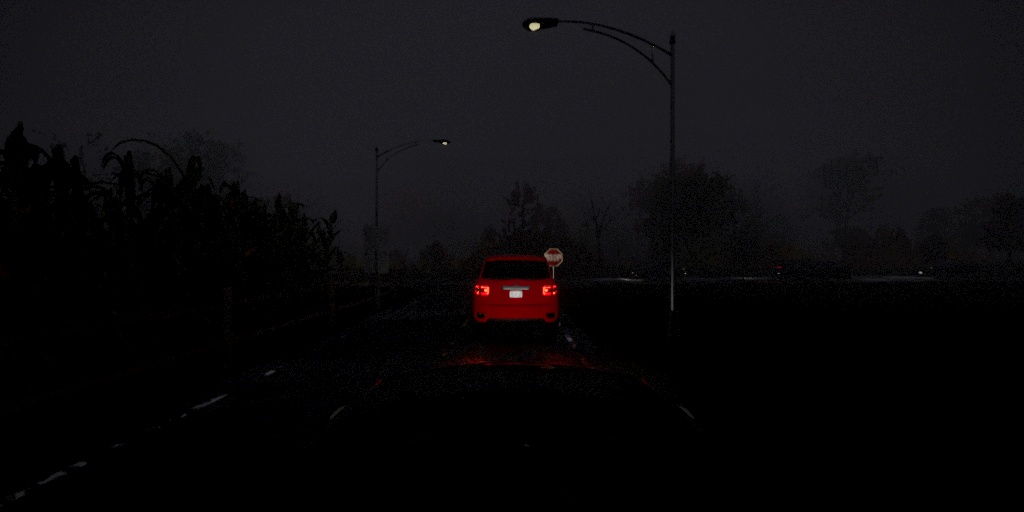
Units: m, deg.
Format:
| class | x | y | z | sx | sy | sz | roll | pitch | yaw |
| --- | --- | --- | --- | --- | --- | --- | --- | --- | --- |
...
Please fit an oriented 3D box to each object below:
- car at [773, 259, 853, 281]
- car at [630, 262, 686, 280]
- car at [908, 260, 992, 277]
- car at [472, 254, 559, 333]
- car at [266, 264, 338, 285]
| class | x | y | z | sx | sy | sz | roll | pitch | yaw |
| --- | --- | --- | --- | --- | --- | --- | --- | --- | --- |
| car | 21.770 | 1.033 | 25.988 | 4.902 | 1.511 | 2.128 | 0 | 0 | 1 |
| car | 11.751 | 1.171 | 29.033 | 4.181 | 1.385 | 1.994 | 0 | 0 | -1 |
| car | 35.032 | 1.009 | 28.778 | 4.718 | 1.301 | 1.895 | -1 | 0 | 1 |
| car | 0.095 | 0.963 | 10.833 | 2.150 | 2.045 | 5.566 | 0 | 0 | 0 |
| car | -15.456 | 1.319 | 26.419 | 5.008 | 1.535 | 1.882 | 0 | 0 | 1 |
